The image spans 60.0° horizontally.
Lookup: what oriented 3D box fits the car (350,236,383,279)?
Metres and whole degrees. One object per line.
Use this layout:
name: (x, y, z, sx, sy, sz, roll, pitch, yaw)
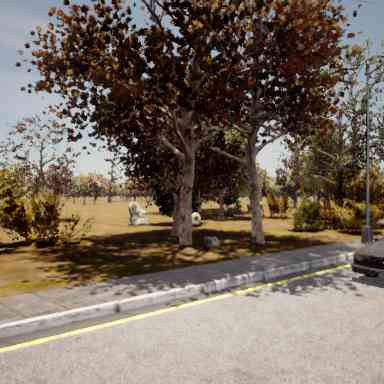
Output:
car: (6.582, 1.547, 9.190, 5.357, 1.411, 2.033, 0, 0, -36)
